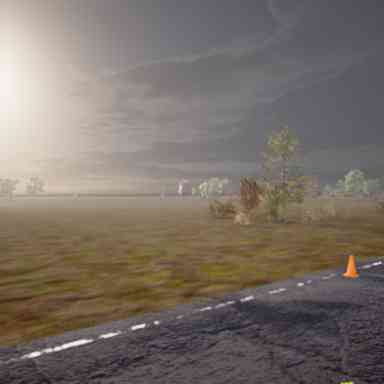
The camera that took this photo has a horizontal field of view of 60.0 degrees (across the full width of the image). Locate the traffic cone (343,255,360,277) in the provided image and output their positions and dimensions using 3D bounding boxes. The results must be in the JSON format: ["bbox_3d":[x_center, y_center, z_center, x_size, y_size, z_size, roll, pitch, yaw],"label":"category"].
[{"bbox_3d":[4.547,2.082,9.469,0.340,0.580,0.340,1,-1,-38],"label":"traffic cone"}]
